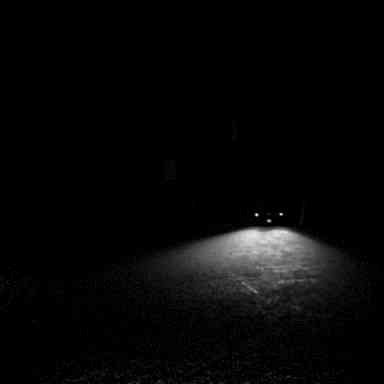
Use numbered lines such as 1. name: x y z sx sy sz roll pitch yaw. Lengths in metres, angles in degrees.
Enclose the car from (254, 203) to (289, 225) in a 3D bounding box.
1. car: 5.316 1.392 21.976 1.895 1.301 4.718 -2 0 19
